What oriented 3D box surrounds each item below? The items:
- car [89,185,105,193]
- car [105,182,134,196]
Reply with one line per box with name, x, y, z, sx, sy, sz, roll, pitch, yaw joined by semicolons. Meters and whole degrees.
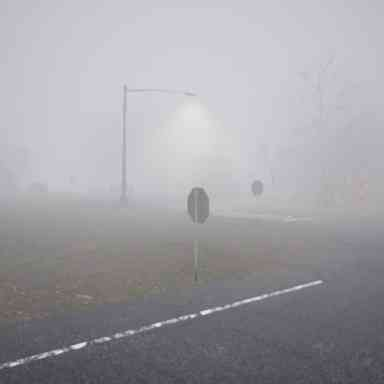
car;-17.103;-0.506;60.192;1.994;1.385;4.181;0;2;-36
car;-11.057;-0.513;51.725;2.150;2.045;5.566;0;2;-36
